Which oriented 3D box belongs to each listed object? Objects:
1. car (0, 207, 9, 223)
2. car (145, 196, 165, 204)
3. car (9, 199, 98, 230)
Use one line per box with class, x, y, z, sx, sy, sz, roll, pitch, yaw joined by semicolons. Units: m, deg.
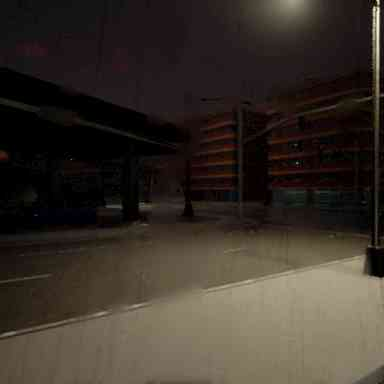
car;-12.004;1.396;24.115;3.806;1.475;1.970;0;0;-35
car;-6.494;1.419;57.800;1.994;1.385;4.181;0;0;-36
car;-8.047;1.246;19.881;4.611;1.667;2.242;0;0;-35
